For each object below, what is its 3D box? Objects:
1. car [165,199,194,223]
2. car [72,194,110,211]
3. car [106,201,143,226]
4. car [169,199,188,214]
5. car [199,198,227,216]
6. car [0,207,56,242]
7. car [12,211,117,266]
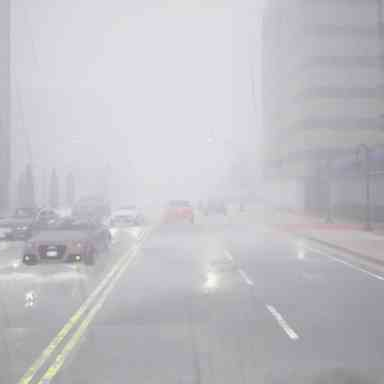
[{"bbox_3d":[-0.999,1.351,25.559,2.097,1.767,4.553,0,0,-3],"label":"car"},{"bbox_3d":[-8.303,1.222,28.036,2.150,2.045,5.566,0,0,-2],"label":"car"},{"bbox_3d":[-4.566,1.525,23.758,1.812,1.442,4.674,0,0,-2],"label":"car"},{"bbox_3d":[-1.509,1.547,36.787,2.033,1.411,5.357,0,0,-3],"label":"car"},{"bbox_3d":[2.163,1.352,33.055,2.097,1.767,4.553,0,0,-3],"label":"car"},{"bbox_3d":[-7.747,1.492,15.794,2.128,1.511,4.902,0,0,-2],"label":"car"},{"bbox_3d":[-4.059,1.564,11.437,1.994,1.385,4.181,0,0,-3],"label":"car"}]
